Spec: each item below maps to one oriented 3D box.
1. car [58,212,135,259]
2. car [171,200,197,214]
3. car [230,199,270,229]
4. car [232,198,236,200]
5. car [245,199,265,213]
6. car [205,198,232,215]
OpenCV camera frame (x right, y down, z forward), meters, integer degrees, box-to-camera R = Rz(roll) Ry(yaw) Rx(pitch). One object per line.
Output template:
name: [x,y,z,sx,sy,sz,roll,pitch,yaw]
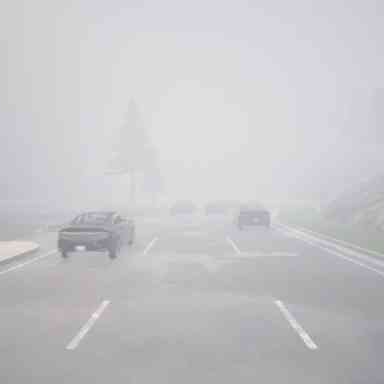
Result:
car: [-3.394,1.491,12.571,2.128,1.511,4.902,0,0,0]
car: [-0.782,1.563,35.290,1.994,1.385,4.181,0,0,15]
car: [3.810,1.477,21.798,1.882,1.535,5.008,0,0,2]
car: [5.316,1.526,44.178,1.812,1.442,4.674,0,0,16]
car: [7.297,1.564,38.258,1.994,1.385,4.181,0,0,16]
car: [2.554,1.526,34.218,1.812,1.442,4.674,0,0,15]
